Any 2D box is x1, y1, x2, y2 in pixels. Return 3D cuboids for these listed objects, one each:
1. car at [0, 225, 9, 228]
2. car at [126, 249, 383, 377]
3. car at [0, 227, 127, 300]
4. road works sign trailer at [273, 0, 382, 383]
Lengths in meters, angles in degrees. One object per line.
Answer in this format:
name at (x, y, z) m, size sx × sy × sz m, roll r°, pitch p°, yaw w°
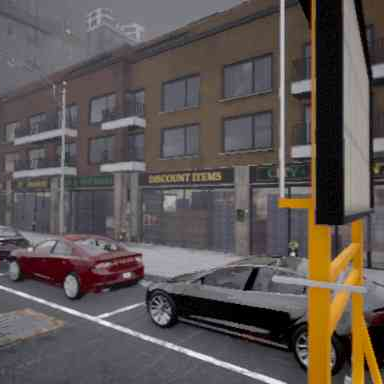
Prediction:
car at (-7.709, 1.904, 12.378) m, size 4.403 × 1.369 × 2.008 m, roll -1°, pitch -2°, yaw 37°
car at (1.118, 1.775, 5.752) m, size 4.313 × 1.339 × 1.947 m, roll -1°, pitch -2°, yaw 37°
car at (-3.295, 1.825, 9.065) m, size 4.507 × 1.381 × 1.887 m, roll -1°, pitch -2°, yaw 37°
road works sign trailer at (0.876, 0.556, 2.287) m, size 2.880 × 3.560 × 2.380 m, roll -1°, pitch -2°, yaw 31°
